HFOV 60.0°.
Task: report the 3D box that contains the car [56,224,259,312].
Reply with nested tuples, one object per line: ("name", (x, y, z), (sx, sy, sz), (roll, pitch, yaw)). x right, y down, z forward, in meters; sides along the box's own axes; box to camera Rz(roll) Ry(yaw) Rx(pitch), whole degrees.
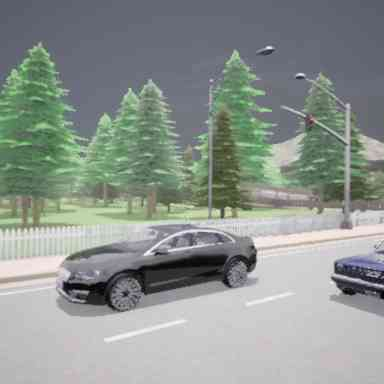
("car", (-0.567, 1.543, 7.885), (4.902, 1.511, 2.128), (1, -1, -35))

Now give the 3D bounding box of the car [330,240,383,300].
("car", (5.325, 1.714, 7.783), (4.718, 1.301, 1.895), (1, -1, -35))
